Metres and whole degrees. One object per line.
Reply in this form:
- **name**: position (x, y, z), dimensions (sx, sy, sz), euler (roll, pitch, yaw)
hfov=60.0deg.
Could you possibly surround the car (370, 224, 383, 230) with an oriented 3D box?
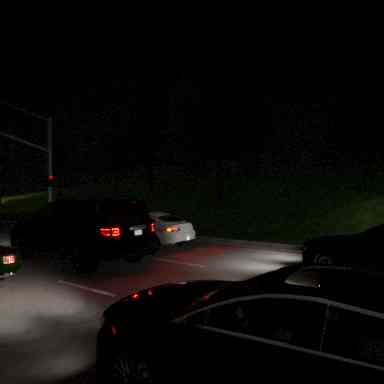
- **car**: position (5.328, 1.526, 8.769), dimensions (4.674, 1.442, 1.812), euler (0, 0, 35)

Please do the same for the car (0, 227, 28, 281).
- **car**: position (-6.433, 1.601, 8.532), dimensions (4.718, 1.301, 1.895), euler (0, 0, 36)

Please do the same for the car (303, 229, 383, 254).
- **car**: position (4.704, 1.547, 4.939), dimensions (5.357, 1.411, 2.033), euler (0, 0, 35)

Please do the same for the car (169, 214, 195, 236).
- **car**: position (-2.022, 1.526, 13.983), dimensions (4.674, 1.442, 1.812), euler (0, 0, 36)

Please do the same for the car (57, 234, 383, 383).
- **car**: position (1.110, 1.492, 3.199), dimensions (4.902, 1.511, 2.128), euler (0, 0, 35)

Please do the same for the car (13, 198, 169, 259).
- **car**: position (-3.668, 1.221, 10.853), dimensions (5.566, 2.045, 2.150), euler (0, 0, 36)
